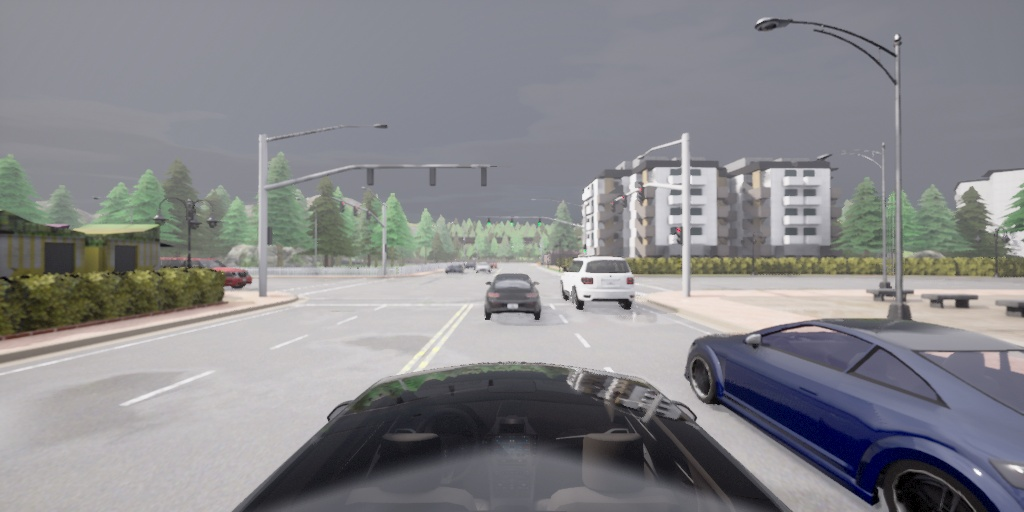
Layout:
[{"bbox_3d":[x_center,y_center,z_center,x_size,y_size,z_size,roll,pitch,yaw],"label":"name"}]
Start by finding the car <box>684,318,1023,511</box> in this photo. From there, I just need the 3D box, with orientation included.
[{"bbox_3d":[3.598,1.327,3.693,1.994,1.385,4.181,0,0,-1],"label":"car"}]

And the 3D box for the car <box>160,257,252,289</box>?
[{"bbox_3d":[-19.450,1.121,22.276,5.566,2.045,2.150,1,0,-2],"label":"car"}]

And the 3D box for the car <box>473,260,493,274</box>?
[{"bbox_3d":[-3.865,1.619,48.606,1.812,1.442,4.674,0,0,-1],"label":"car"}]

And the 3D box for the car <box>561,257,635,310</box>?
[{"bbox_3d":[3.507,1.074,15.531,2.150,2.045,5.566,0,0,-1],"label":"car"}]

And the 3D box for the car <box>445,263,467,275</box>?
[{"bbox_3d":[-7.268,1.636,45.745,1.994,1.385,4.181,0,0,0],"label":"car"}]

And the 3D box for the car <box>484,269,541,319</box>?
[{"bbox_3d":[0.017,1.358,13.019,1.812,1.442,4.674,0,0,0],"label":"car"}]
